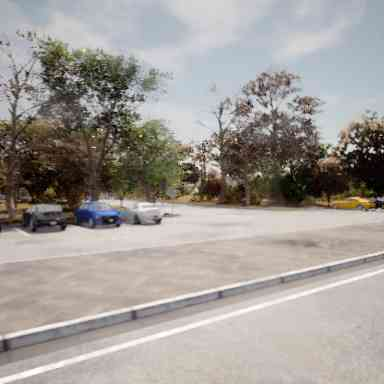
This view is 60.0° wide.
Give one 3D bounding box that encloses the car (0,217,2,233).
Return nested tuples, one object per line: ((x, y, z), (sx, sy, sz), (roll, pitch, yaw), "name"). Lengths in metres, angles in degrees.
((-11.635, 1.488, 18.238), (2.002, 1.452, 4.674), (0, 0, -35), "car")

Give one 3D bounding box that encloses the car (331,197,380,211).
((19.461, 1.405, 40.397), (2.097, 1.535, 5.008), (0, 0, -35), "car")

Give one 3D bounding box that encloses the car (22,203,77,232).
((-8.966, 1.445, 20.138), (2.231, 1.521, 4.892), (0, 0, -35), "car")

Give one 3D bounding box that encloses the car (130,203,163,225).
((-3.738, 1.476, 23.868), (2.002, 1.452, 4.674), (0, 0, -35), "car")

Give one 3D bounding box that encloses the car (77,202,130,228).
((-6.307, 1.440, 22.047), (2.097, 1.535, 5.008), (0, 0, -35), "car")

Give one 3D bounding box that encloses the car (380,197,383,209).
((23.989, 1.418, 43.638), (2.097, 1.535, 5.008), (0, 0, -35), "car")
